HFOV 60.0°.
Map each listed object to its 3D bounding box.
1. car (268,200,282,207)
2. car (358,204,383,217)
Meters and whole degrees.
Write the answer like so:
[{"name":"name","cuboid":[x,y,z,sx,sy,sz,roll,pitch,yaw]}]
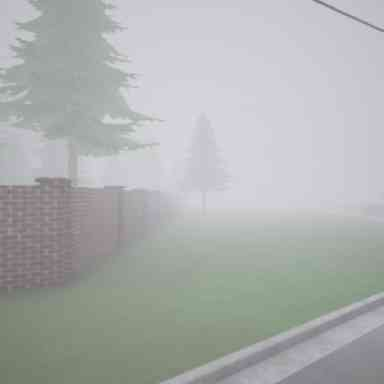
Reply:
[{"name":"car","cuboid":[17.964,2.543,71.870,1.812,1.442,4.674,0,-1,-4]},{"name":"car","cuboid":[20.710,2.051,37.367,2.033,1.411,5.357,0,-1,1]}]
